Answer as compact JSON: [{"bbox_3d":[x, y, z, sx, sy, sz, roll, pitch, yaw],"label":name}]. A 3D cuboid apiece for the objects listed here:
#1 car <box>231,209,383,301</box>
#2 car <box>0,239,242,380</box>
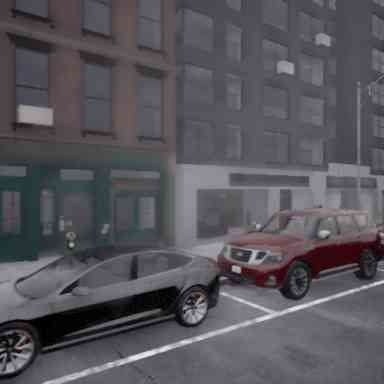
[{"bbox_3d":[3.018,1.385,8.698,5.009,1.841,2.192,1,-1,-36],"label":"car"},{"bbox_3d":[-1.466,1.584,5.496,4.313,1.339,1.947,1,-1,-36],"label":"car"}]
